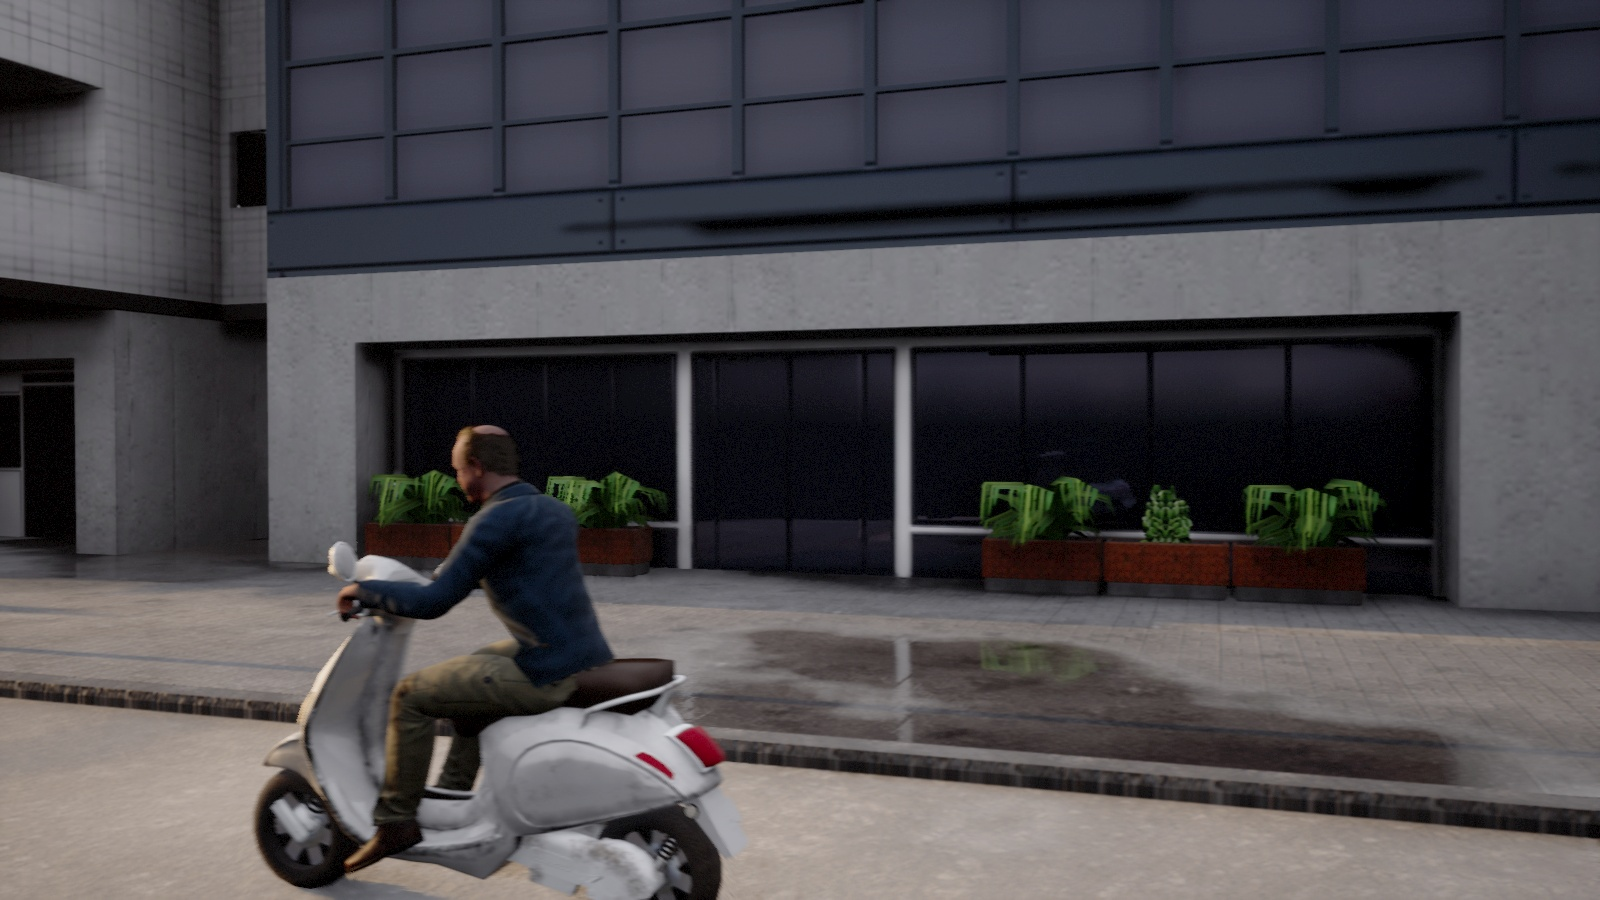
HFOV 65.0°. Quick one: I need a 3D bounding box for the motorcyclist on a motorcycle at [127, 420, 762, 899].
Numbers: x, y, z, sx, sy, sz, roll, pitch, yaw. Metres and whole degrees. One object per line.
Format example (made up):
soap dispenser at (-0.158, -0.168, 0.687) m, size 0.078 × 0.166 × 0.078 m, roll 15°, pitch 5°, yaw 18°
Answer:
motorcyclist on a motorcycle at (-1.129, 0.705, 4.097) m, size 1.817 × 1.590 × 0.866 m, roll 1°, pitch 1°, yaw 19°
